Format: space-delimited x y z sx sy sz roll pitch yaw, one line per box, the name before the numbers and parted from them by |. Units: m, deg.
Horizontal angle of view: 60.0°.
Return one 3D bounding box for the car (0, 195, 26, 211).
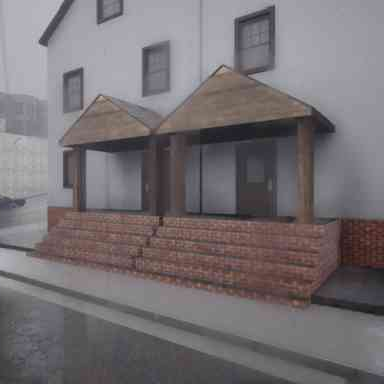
car | -15.468 1.012 25.408 1.895 1.301 4.718 0 6 35
